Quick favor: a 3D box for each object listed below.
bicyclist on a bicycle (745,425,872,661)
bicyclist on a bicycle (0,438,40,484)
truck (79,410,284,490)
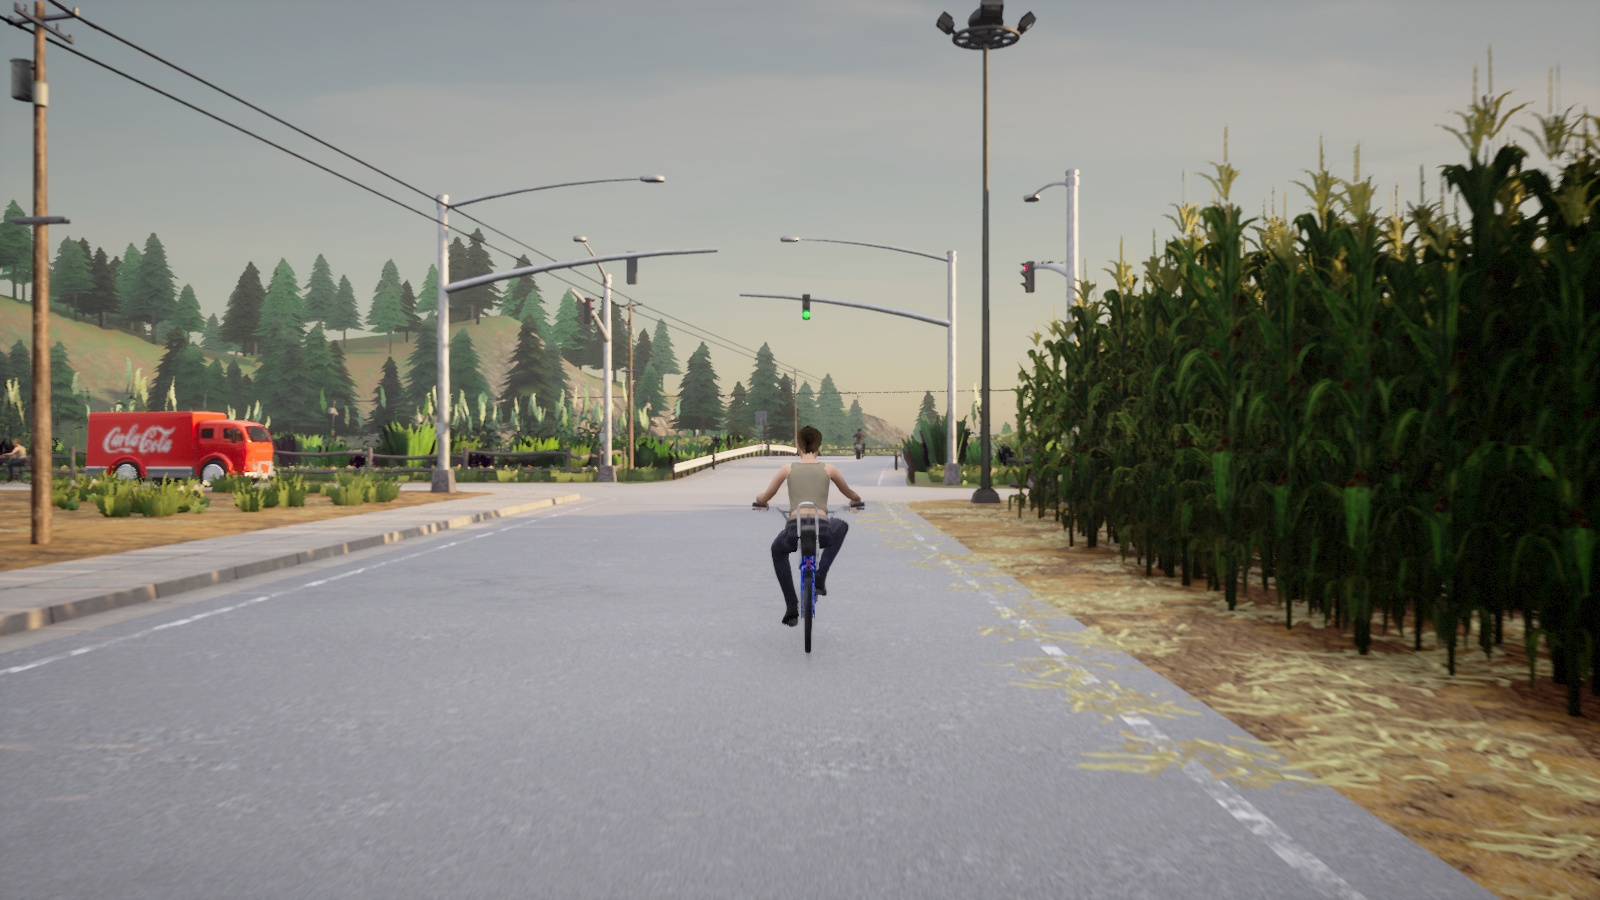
[{"bbox_3d":[0.063,0.630,9.330,0.866,1.612,1.509,0,0,1],"label":"bicyclist on a bicycle"},{"bbox_3d":[-27.583,0.378,43.908,1.509,1.612,0.866,0,0,4],"label":"bicyclist on a bicycle"},{"bbox_3d":[-19.575,-0.016,39.943,5.204,2.467,2.627,0,0,3],"label":"truck"}]
